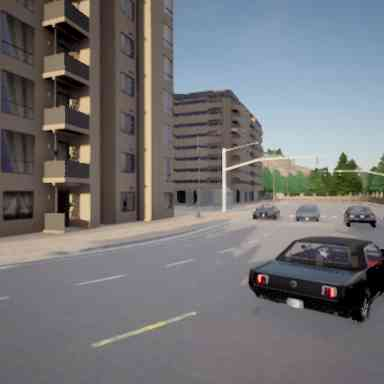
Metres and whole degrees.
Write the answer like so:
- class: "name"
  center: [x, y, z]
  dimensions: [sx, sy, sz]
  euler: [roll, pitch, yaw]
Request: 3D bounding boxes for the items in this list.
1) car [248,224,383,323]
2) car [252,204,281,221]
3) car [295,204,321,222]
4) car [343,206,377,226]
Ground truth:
- class: "car"
  center: [3.271, 1.654, 7.435]
  dimensions: [1.895, 1.301, 4.718]
  euler: [-1, -1, 42]
- class: "car"
  center: [6.752, 1.797, 29.771]
  dimensions: [1.994, 1.385, 4.181]
  euler: [0, -1, 23]
- class: "car"
  center: [10.052, 1.753, 28.589]
  dimensions: [2.033, 1.411, 5.357]
  euler: [0, -1, 22]
- class: "car"
  center: [12.252, 1.705, 24.396]
  dimensions: [2.033, 1.411, 5.357]
  euler: [0, -1, 22]
